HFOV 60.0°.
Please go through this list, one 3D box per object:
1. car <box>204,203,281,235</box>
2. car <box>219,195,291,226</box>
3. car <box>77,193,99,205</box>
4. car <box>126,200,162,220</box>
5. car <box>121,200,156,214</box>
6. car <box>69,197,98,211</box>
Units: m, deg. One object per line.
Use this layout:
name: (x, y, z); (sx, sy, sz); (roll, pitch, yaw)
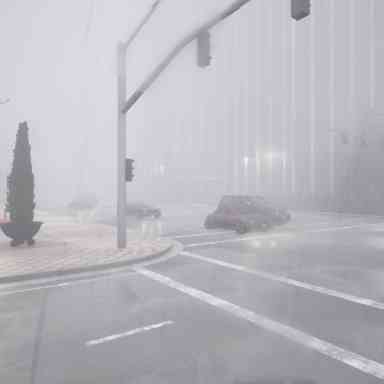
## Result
car: (2.573, 1.564, 18.943); (1.994, 1.385, 4.181); (0, 0, -36)
car: (4.053, 1.221, 22.841); (2.150, 2.045, 5.566); (0, 0, -36)
car: (-16.029, 1.223, 50.712); (2.150, 2.045, 5.566); (0, 0, -35)
car: (-4.453, 1.601, 28.615); (1.895, 1.301, 4.718); (0, 0, -36)
car: (-6.000, 1.601, 36.737); (1.895, 1.301, 4.718); (0, 0, -36)
car: (-13.895, 1.601, 41.706); (1.895, 1.301, 4.718); (0, 0, -36)
